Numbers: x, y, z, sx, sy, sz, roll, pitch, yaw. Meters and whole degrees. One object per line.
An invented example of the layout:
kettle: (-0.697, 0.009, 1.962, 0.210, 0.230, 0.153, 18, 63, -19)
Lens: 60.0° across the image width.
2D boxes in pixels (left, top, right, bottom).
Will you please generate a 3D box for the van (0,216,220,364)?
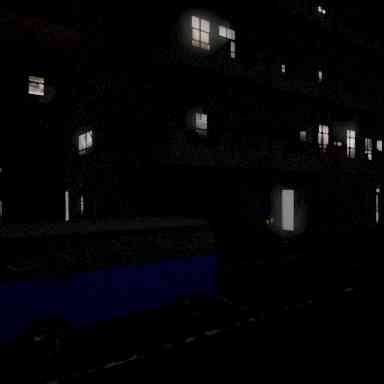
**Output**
van: (-1.411, 1.341, 5.559, 3.998, 1.788, 1.690, 0, 0, -35)
